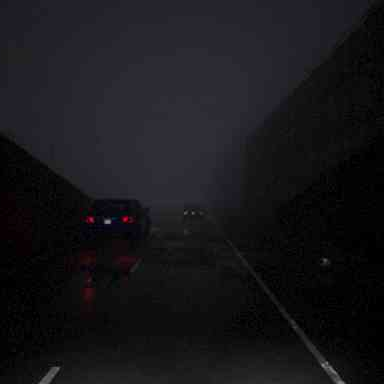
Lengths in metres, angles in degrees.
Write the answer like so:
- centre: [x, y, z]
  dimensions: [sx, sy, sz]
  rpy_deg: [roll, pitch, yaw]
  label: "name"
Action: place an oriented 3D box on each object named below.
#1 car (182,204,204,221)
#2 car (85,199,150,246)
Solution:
- centre: [0.098, 1.746, 28.902]
  dimensions: [2.033, 1.411, 5.357]
  rpy_deg: [0, 0, 0]
  label: "car"
- centre: [-3.392, 1.331, 16.078]
  dimensions: [2.150, 2.045, 5.566]
  rpy_deg: [0, -1, 0]
  label: "car"
